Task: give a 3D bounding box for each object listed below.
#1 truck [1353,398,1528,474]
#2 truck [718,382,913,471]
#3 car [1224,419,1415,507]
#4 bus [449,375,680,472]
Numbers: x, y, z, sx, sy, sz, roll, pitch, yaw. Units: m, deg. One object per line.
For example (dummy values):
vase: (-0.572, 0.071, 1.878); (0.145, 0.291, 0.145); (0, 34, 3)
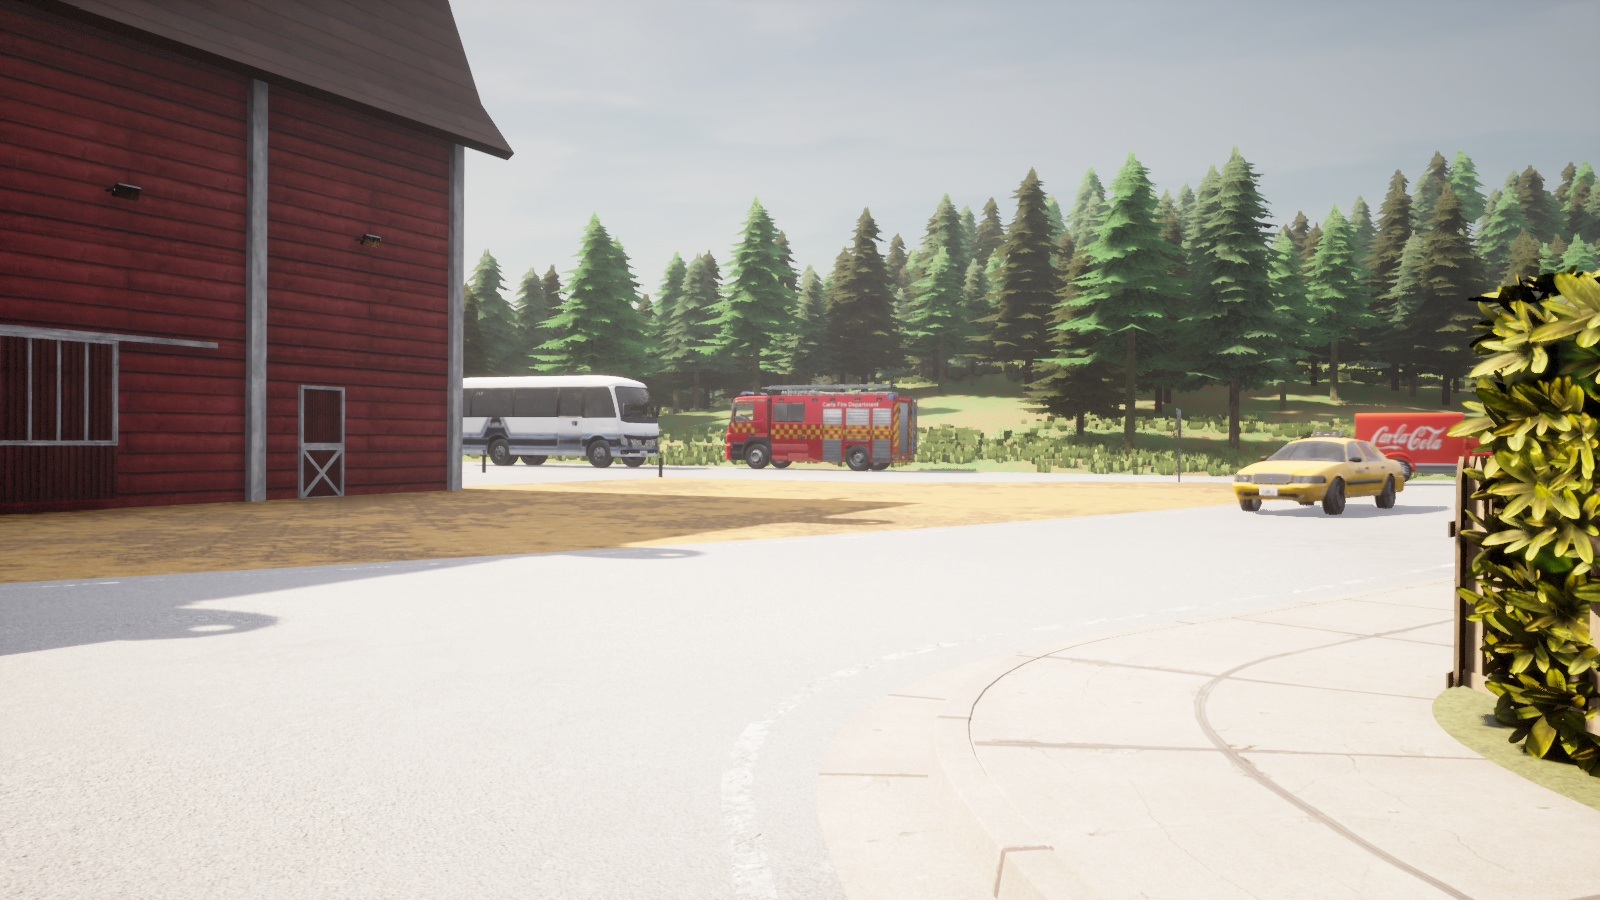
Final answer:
truck: (21.918, -0.440, 43.167); (5.204, 2.467, 2.627); (0, 0, 26)
truck: (0.667, -1.022, 57.294); (8.468, 3.827, 2.891); (0, 0, 26)
car: (10.446, 0.198, 24.988); (1.801, 1.575, 5.366); (0, 1, 42)
bus: (-11.111, -1.139, 59.087); (10.273, 4.253, 3.944); (0, 0, 26)
